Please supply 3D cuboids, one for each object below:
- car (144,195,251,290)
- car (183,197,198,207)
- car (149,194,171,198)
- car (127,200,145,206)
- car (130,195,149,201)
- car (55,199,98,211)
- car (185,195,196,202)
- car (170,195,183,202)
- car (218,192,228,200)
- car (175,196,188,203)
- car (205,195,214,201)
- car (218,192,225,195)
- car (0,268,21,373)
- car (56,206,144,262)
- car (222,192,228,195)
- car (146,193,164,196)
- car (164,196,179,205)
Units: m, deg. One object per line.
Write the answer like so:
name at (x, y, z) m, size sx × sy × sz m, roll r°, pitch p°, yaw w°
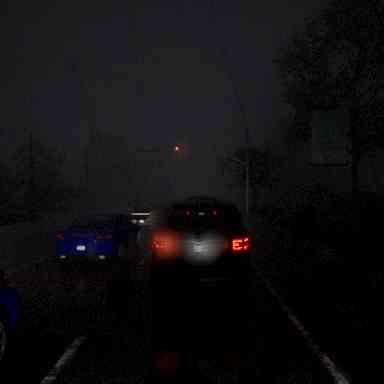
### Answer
car at (0.254, 1.221, 9.228) m, size 2.150 × 2.045 × 5.566 m, roll 0°, pitch 0°, yaw 1°
car at (-0.224, 1.547, 52.321) m, size 2.033 × 1.411 × 5.357 m, roll 0°, pitch 0°, yaw 3°
car at (-4.486, 1.477, 48.648) m, size 1.882 × 1.535 × 5.008 m, roll 0°, pitch 0°, yaw 6°
car at (-2.806, 1.491, 21.657) m, size 2.128 × 1.511 × 4.902 m, roll 0°, pitch 0°, yaw 2°
car at (-8.017, 1.564, 48.515) m, size 1.994 × 1.385 × 4.181 m, roll 0°, pitch 0°, yaw 6°
car at (-12.946, 1.526, 37.423) m, size 4.674 × 1.442 × 1.812 m, roll 0°, pitch 0°, yaw 0°
car at (-0.399, 1.475, 78.978) m, size 1.882 × 1.535 × 5.008 m, roll 0°, pitch 0°, yaw 9°
car at (-3.711, 1.519, 80.395) m, size 2.128 × 1.511 × 4.902 m, roll 0°, pitch 0°, yaw 9°
car at (8.399, 1.093, 88.623) m, size 2.150 × 2.045 × 5.566 m, roll 0°, pitch 0°, yaw 11°
car at (-2.099, 1.564, 67.897) m, size 1.994 × 1.385 × 4.181 m, roll 0°, pitch 0°, yaw 9°
car at (4.730, 1.524, 88.043) m, size 1.812 × 1.442 × 4.674 m, roll 0°, pitch 0°, yaw 11°
car at (0.596, 1.221, 19.560) m, size 2.150 × 2.045 × 5.566 m, roll 0°, pitch 0°, yaw 2°
car at (-3.363, 1.222, 2.054) m, size 2.150 × 2.045 × 5.566 m, roll 0°, pitch 0°, yaw 0°
car at (-3.169, 1.478, 12.166) m, size 1.882 × 1.535 × 5.008 m, roll 0°, pitch 0°, yaw 2°
car at (6.611, 1.350, 78.457) m, size 2.097 × 1.767 × 4.553 m, roll 0°, pitch 0°, yaw 10°
car at (-6.990, 1.221, 57.815) m, size 2.150 × 2.045 × 5.566 m, roll 0°, pitch 0°, yaw 7°
car at (-3.449, 1.526, 57.908) m, size 1.812 × 1.442 × 4.674 m, roll 0°, pitch 0°, yaw 7°
